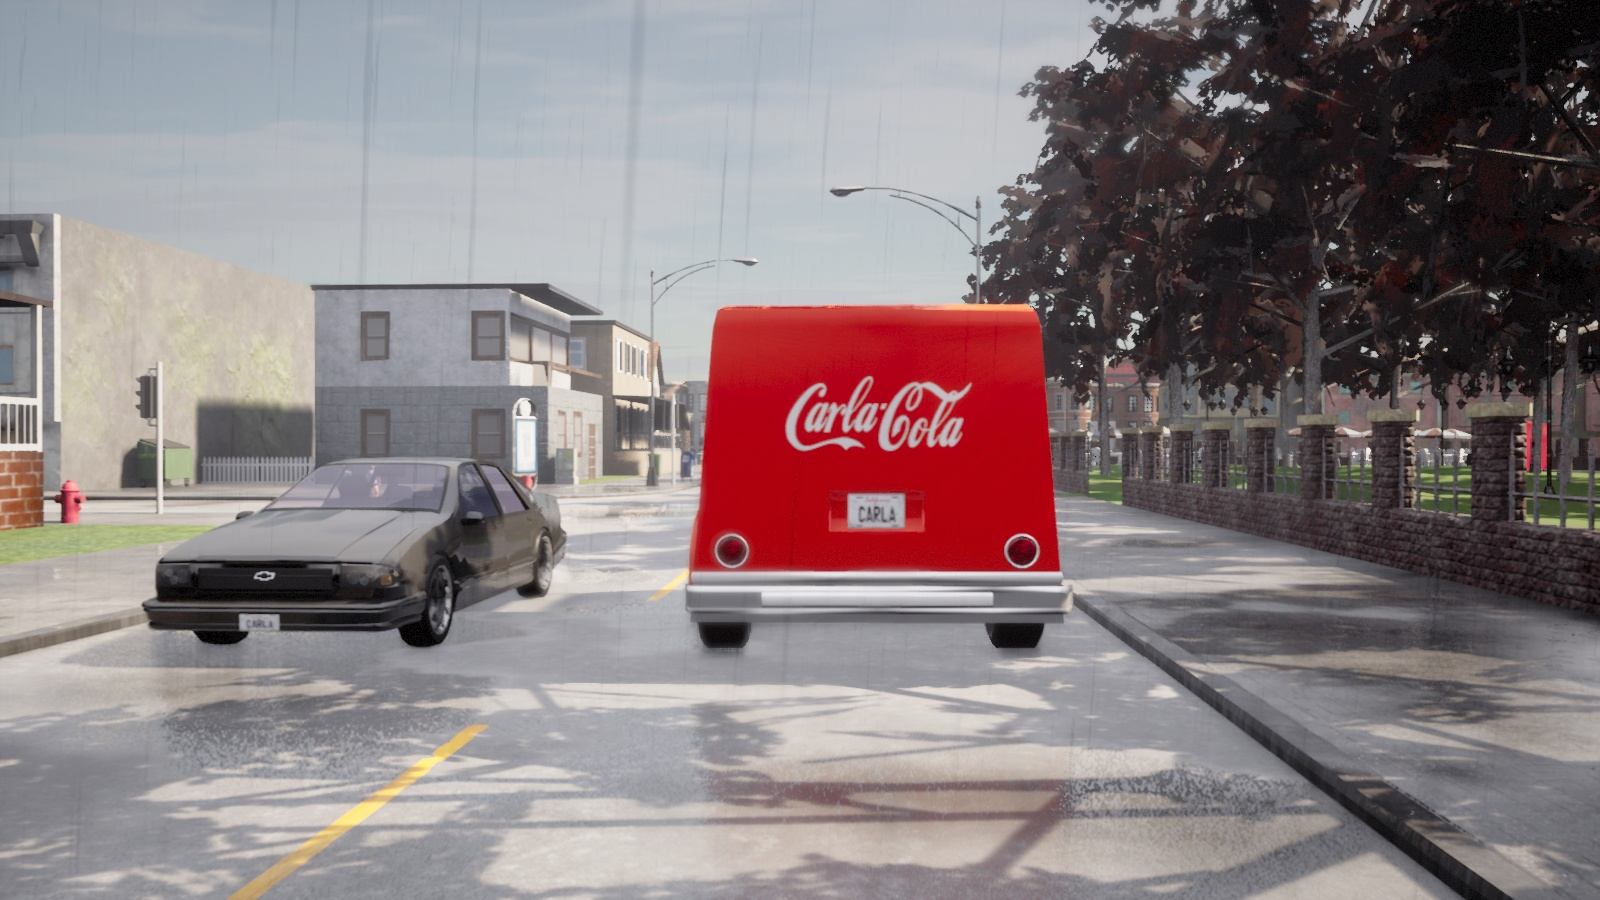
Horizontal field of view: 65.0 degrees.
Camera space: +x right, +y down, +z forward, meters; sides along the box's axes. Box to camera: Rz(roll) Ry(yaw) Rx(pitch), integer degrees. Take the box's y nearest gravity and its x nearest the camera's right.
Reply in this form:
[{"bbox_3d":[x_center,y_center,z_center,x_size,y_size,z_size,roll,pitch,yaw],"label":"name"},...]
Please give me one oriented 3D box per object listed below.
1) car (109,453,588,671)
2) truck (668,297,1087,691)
[{"bbox_3d":[-3.482,0.753,11.076,2.033,1.411,5.357,0,0,3],"label":"car"},{"bbox_3d":[0.533,0.236,10.497,2.627,2.467,5.204,0,1,1],"label":"truck"}]
